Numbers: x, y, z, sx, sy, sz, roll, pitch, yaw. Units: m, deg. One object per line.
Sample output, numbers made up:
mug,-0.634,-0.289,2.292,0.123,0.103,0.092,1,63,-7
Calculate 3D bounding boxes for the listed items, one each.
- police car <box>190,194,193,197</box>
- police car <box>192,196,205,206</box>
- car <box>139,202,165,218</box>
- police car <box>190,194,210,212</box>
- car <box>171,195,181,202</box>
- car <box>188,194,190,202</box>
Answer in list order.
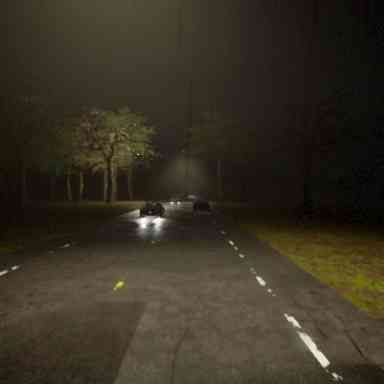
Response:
police car,1.041,1.446,48.855,1.930,1.638,5.238,0,0,0
police car,1.039,1.444,54.854,1.930,1.638,5.238,0,0,0
car,-3.603,1.576,30.458,1.994,1.385,4.181,0,0,0
police car,1.043,1.442,38.855,1.930,1.638,5.238,0,0,0
car,-3.514,1.432,72.502,1.837,1.490,4.892,0,0,0
car,-0.014,1.433,72.832,2.128,1.511,4.902,0,0,0
